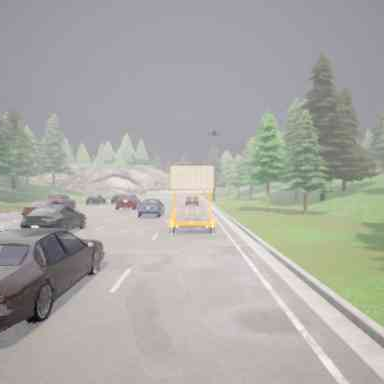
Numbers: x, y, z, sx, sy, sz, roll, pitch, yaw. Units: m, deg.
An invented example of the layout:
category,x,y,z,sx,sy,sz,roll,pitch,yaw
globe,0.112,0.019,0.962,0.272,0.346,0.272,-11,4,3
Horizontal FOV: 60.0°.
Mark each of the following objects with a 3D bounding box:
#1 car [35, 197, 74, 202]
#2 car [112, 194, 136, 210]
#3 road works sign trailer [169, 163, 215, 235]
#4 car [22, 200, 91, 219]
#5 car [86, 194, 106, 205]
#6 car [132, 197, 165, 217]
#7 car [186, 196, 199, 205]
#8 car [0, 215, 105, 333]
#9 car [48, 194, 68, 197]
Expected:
category,x,y,z,sx,sy,sz,roll,pitch,yaw
car,-10.385,1.299,23.780,1.812,1.442,4.674,0,1,0
car,-6.879,1.006,36.506,2.097,1.767,4.553,0,1,0
road works sign trailer,0.010,0.298,17.526,2.380,3.560,2.880,0,1,0
car,-6.890,1.365,16.870,1.812,1.442,4.674,0,1,0
car,-13.941,1.069,48.299,1.812,1.442,4.674,0,0,1
car,-3.378,1.281,28.105,2.033,1.411,5.357,0,1,0
car,0.045,1.103,47.053,2.033,1.411,5.357,0,1,0
car,-3.383,1.480,6.968,2.033,1.411,5.357,0,1,0
car,-13.978,1.016,35.324,2.097,1.767,4.553,0,0,0
